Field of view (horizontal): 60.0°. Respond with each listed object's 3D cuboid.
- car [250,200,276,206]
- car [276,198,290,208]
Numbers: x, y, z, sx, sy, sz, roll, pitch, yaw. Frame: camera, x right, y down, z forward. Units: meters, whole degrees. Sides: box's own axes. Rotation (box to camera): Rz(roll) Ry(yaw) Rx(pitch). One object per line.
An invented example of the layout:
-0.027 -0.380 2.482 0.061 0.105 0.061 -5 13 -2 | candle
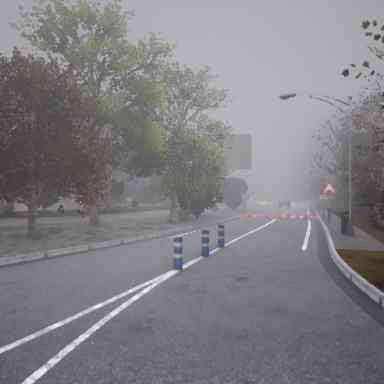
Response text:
19.850 3.276 93.063 5.366 1.575 1.946 0 -2 19 | car
20.409 2.418 73.497 2.150 2.045 5.566 0 -1 19 | car
